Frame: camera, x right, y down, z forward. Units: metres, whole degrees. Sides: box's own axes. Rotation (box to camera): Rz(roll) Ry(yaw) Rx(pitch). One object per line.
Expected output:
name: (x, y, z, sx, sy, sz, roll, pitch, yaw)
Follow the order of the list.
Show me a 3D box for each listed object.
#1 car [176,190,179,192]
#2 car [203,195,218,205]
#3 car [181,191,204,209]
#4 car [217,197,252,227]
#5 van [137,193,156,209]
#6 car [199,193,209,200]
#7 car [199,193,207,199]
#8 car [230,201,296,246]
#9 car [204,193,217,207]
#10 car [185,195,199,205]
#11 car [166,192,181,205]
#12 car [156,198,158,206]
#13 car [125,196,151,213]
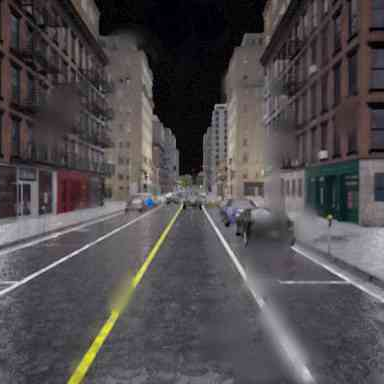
car: (-5.388, 0.839, 92.493, 1.947, 1.339, 4.313, 0, 0, 0)
car: (2.640, 1.169, 48.576, 2.008, 1.369, 4.403, 0, 0, 0)
car: (0.074, 1.044, 39.192, 2.097, 1.767, 4.553, 0, 0, 0)
car: (2.988, 1.183, 21.508, 2.097, 1.767, 4.553, 0, 0, 0)
van: (-5.391, 1.044, 37.761, 1.690, 1.788, 3.998, 0, 0, 0)
car: (2.637, 0.959, 75.451, 2.008, 1.369, 4.403, 0, 0, 0)
car: (2.637, 0.946, 81.132, 1.802, 1.307, 4.206, 0, 0, 0)
car: (3.015, 1.362, 14.540, 1.882, 1.535, 5.008, 0, 0, 0)
car: (2.645, 1.185, 43.339, 1.752, 1.417, 4.829, 0, 0, 0)
car: (0.019, 1.172, 49.913, 1.994, 1.385, 4.181, 0, 0, 0)
car: (-2.772, 1.159, 49.434, 2.033, 1.411, 5.357, 0, 0, 0)
car: (-5.390, 1.211, 43.169, 2.008, 1.369, 4.403, 0, 0, 0)
car: (-5.392, 1.327, 32.357, 1.802, 1.307, 4.206, 0, 0, 0)
